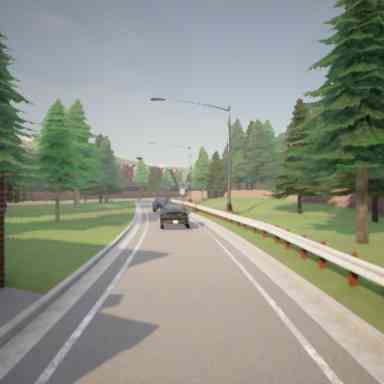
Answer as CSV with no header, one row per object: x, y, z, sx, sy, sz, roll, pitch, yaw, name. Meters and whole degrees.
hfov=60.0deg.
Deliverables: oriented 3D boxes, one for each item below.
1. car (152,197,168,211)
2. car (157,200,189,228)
-3.774,1.399,40.777,2.097,1.767,4.553,0,0,-9,car
-1.238,1.531,22.331,1.837,1.490,4.892,0,0,-6,car
